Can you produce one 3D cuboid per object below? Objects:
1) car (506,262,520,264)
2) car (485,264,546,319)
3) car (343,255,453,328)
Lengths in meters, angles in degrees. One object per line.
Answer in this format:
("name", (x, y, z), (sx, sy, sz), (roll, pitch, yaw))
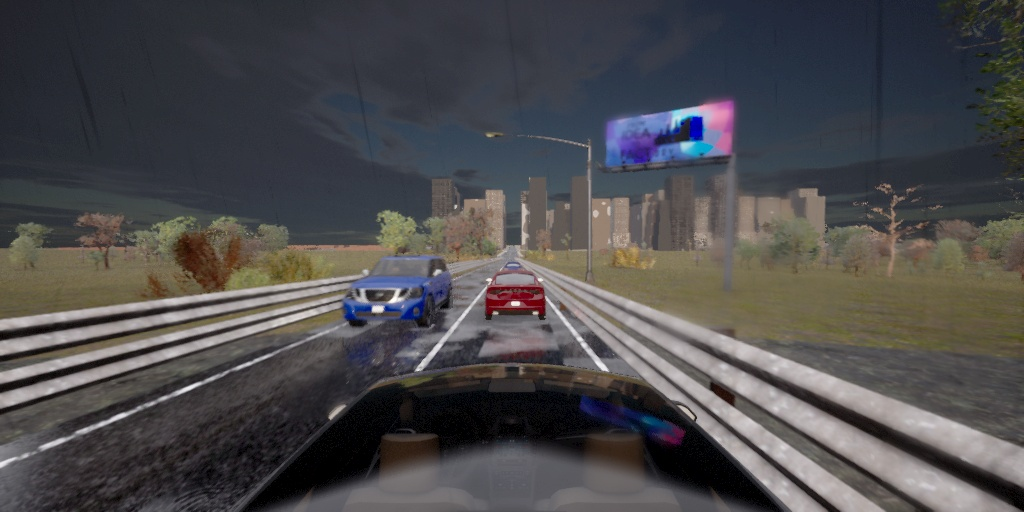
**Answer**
("car", (0.110, 1.264, 33.482), (1.812, 1.442, 4.674), (0, 0, 0))
("car", (0.105, 1.223, 12.803), (1.882, 1.535, 5.008), (0, 0, 0))
("car", (-3.340, 0.968, 11.704), (2.150, 2.045, 5.566), (0, 0, 0))
